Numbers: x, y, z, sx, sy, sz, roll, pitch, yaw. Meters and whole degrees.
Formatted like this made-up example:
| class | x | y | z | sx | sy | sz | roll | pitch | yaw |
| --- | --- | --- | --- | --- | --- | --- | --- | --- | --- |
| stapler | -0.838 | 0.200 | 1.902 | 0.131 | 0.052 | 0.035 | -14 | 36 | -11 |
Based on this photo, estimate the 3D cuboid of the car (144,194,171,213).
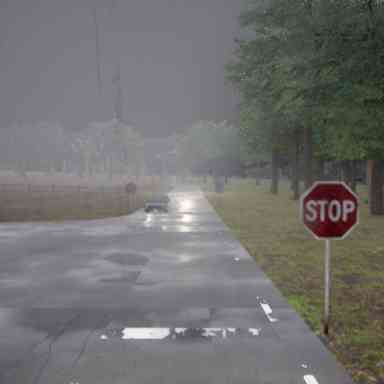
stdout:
| class | x | y | z | sx | sy | sz | roll | pitch | yaw |
| --- | --- | --- | --- | --- | --- | --- | --- | --- | --- |
| car | -2.695 | 0.893 | 27.262 | 2.033 | 1.411 | 5.357 | 0 | 2 | 0 |
